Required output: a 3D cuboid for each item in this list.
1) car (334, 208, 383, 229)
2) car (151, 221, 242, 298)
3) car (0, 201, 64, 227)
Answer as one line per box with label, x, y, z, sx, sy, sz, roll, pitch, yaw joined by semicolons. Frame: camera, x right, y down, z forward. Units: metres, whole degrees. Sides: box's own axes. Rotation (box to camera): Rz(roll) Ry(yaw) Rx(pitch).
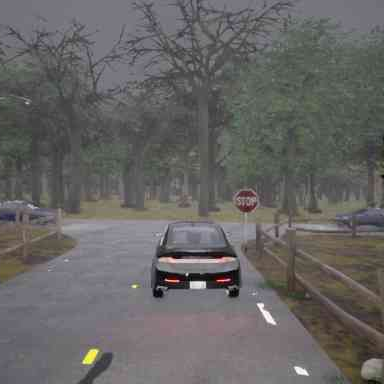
car;12.654;1.860;23.917;4.674;1.442;1.812;1;0;-2
car;0.035;1.492;8.520;2.128;1.511;4.902;0;0;-2
car;-10.331;1.311;20.627;4.674;1.442;1.812;1;0;7
